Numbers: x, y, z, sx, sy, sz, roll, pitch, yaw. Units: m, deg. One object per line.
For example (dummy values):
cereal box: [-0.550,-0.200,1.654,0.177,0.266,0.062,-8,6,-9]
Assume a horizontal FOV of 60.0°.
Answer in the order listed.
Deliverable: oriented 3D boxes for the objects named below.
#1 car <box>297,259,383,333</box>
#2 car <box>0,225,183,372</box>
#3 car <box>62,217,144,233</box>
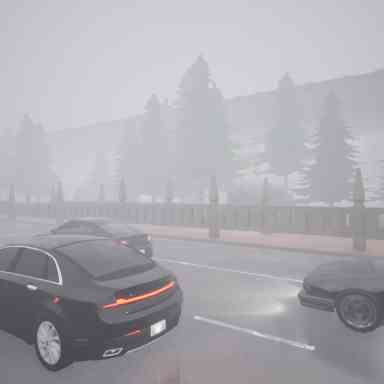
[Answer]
car: [4.510,1.547,5.075,5.357,1.411,2.033,0,0,35]
car: [-2.411,1.505,5.707,4.892,1.490,1.837,0,0,35]
car: [-3.305,1.526,10.637,4.674,1.442,1.812,0,0,35]
